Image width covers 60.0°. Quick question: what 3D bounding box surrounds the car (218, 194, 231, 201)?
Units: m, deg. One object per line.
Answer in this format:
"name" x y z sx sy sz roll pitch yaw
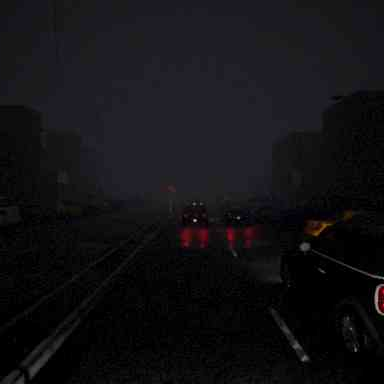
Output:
"car" 7.922 1.478 59.062 5.566 2.045 2.435 0 0 0

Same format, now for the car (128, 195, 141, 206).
"car" -12.326 1.698 60.324 4.892 1.521 2.231 0 0 0

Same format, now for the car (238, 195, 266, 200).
"car" 7.773 1.499 37.000 4.553 1.767 2.185 0 0 0

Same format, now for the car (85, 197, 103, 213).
"car" -12.465 1.595 35.192 5.008 1.535 2.097 0 0 0

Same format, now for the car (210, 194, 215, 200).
"car" 7.797 1.789 81.124 5.366 1.575 1.946 0 0 0

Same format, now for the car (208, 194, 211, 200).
"car" 8.055 1.585 92.154 5.566 2.045 2.435 0 0 0

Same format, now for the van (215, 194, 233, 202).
"van" 8.110 1.575 83.883 4.442 1.987 1.878 0 0 0

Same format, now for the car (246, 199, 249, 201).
"car" 7.780 1.632 31.484 4.674 1.452 2.002 0 0 0

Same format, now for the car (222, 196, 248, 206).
"car" 7.935 1.612 61.697 4.553 1.767 2.185 0 0 0

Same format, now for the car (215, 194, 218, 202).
"car" 7.955 1.503 67.337 5.566 2.045 2.435 0 0 0

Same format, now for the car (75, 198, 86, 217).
"car" -12.688 1.568 29.761 5.366 1.575 1.946 0 0 0

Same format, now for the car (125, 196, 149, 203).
"car" -12.260 1.743 74.221 5.008 1.535 2.097 0 0 0

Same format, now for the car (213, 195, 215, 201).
"car" 7.969 1.824 78.366 4.674 1.452 2.002 0 0 0

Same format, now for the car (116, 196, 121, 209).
"car" -12.406 1.633 43.647 4.892 1.521 2.231 0 0 0

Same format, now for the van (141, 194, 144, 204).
"van" -12.422 1.491 65.884 4.442 1.987 1.878 0 0 0

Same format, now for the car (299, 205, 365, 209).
"car" 7.901 1.510 14.942 5.366 1.575 1.946 0 0 0

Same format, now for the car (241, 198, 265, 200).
"car" 7.791 1.649 34.372 4.674 1.452 2.002 0 0 0

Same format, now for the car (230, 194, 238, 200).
"car" 7.787 1.389 39.758 5.566 2.045 2.435 0 0 0

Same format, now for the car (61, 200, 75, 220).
"car" -12.496 1.588 26.979 4.792 1.488 2.163 0 0 0

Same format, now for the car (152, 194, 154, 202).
"car" -12.234 1.761 79.782 5.008 1.535 2.097 0 0 0

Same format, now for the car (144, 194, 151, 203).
"car" -12.093 1.731 71.441 5.366 1.575 1.946 0 0 0

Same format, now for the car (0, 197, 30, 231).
"car" -12.619 1.276 18.643 5.566 2.045 2.435 0 0 0

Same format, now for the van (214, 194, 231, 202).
"van" 8.132 1.598 89.395 4.442 1.987 1.878 0 0 0

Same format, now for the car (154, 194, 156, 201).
"car" -12.180 1.656 85.337 4.553 1.767 2.185 0 0 0

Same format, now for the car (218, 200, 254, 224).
"car" 3.217 1.603 25.267 1.812 1.442 4.674 0 0 0

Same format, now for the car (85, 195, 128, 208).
"car" -12.371 1.393 46.427 5.566 2.045 2.435 0 0 0

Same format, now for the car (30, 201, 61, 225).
"car" -12.518 1.576 24.202 4.792 1.488 2.163 0 0 0

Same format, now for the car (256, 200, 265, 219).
"car" 7.763 1.601 25.969 4.674 1.452 2.002 0 0 0

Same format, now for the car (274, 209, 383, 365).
"car" 3.132 1.361 6.002 2.097 1.767 4.553 0 0 0

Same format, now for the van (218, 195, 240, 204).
"van" 7.821 1.536 70.095 4.442 1.987 1.878 0 0 0

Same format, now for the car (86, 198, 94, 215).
"car" -12.510 1.613 32.537 4.792 1.488 2.163 0 0 0

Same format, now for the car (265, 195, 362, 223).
"car" 7.710 1.283 20.457 5.566 2.045 2.435 0 0 0

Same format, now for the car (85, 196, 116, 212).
"car" -12.431 1.620 40.868 5.008 1.535 2.097 0 0 0

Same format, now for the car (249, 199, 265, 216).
"car" 7.766 1.576 28.727 5.008 1.535 2.097 0 0 0

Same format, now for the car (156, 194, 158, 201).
"car" -12.167 1.669 88.117 4.553 1.767 2.185 0 0 0

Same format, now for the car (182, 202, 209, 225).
"car" 0.217 1.677 25.012 1.895 1.301 4.718 0 0 0

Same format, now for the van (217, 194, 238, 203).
"van" 8.077 1.550 75.610 4.442 1.987 1.878 0 0 0

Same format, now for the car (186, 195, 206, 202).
"car" 0.303 1.523 42.174 2.097 1.767 4.553 0 0 0

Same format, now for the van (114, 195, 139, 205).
"van" -12.436 1.481 63.105 4.442 1.987 1.878 0 0 0
